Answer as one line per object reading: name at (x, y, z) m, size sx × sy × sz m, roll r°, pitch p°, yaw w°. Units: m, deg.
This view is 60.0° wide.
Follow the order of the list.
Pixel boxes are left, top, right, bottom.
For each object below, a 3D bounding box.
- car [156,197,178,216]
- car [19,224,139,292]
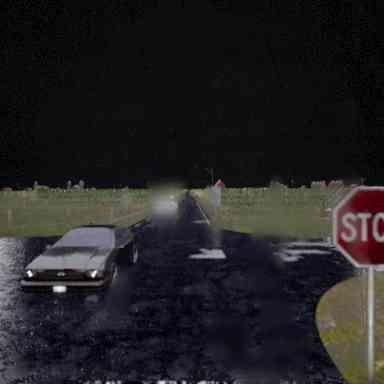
car at (-2.735, 1.609, 37.274) m, size 2.150 × 2.045 × 5.566 m, roll 0°, pitch 0°, yaw 0°
car at (-2.744, 1.657, 9.555) m, size 2.033 × 1.411 × 5.357 m, roll 0°, pitch -1°, yaw 0°
